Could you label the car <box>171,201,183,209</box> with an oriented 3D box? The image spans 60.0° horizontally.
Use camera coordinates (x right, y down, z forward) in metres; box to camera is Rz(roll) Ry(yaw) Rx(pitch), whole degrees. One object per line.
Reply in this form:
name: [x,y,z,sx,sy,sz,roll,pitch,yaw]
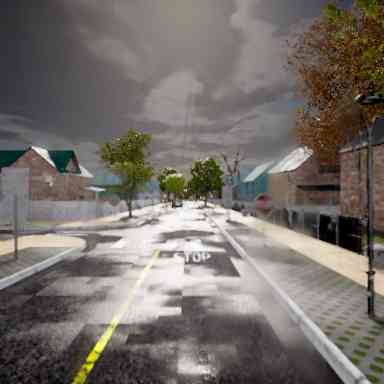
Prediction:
car: [-2.751,2.411,62.530,1.994,1.385,4.181,0,-1,0]
